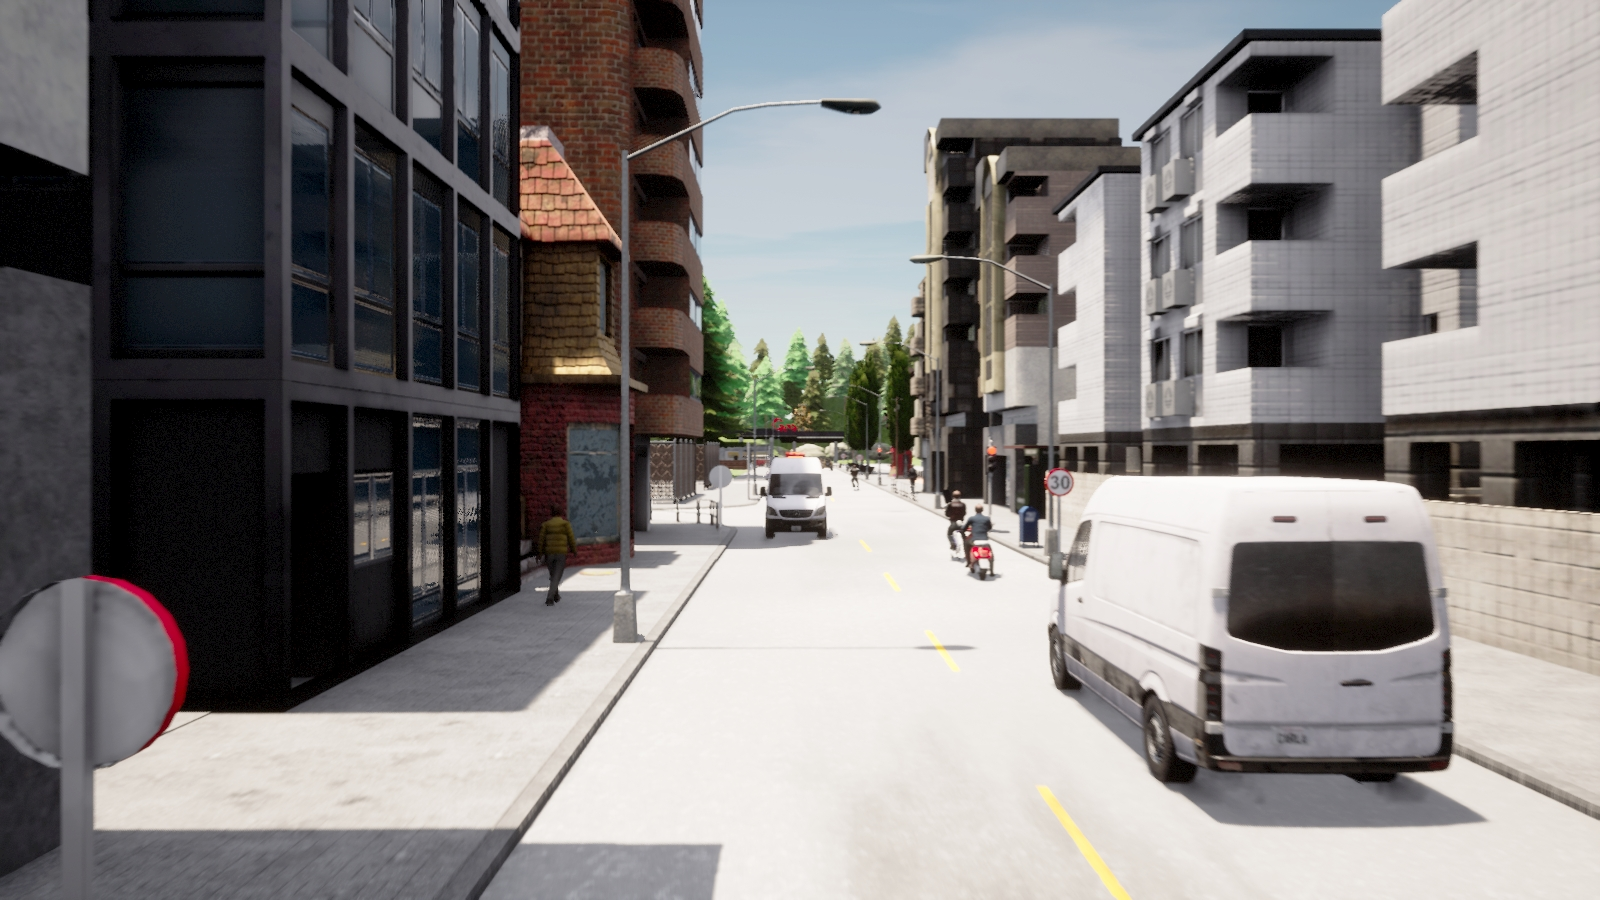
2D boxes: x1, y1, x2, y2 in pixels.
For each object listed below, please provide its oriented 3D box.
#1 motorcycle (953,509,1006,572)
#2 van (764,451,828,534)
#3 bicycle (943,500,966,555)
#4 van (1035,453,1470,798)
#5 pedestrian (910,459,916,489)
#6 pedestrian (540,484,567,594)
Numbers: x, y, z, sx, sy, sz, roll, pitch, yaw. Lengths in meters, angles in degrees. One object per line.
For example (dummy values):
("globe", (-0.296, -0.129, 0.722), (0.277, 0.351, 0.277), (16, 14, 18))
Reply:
("motorcycle", (3.928, 1.960, 25.129), (0.856, 1.236, 1.805), (0, 0, 0))
("van", (-0.139, 1.314, 38.139), (1.988, 2.561, 5.915), (0, 0, 0))
("bicycle", (3.923, 1.939, 29.003), (0.329, 1.271, 1.835), (0, 0, 0))
("van", (3.970, 1.312, 11.451), (1.988, 2.561, 5.915), (0, 0, 0))
("pedestrian", (7.044, 1.520, 71.140), (0.375, 1.860, 0.375), (0, 0, 5))
("pedestrian", (-4.233, 1.525, 19.655), (0.375, 1.860, 0.375), (0, 0, 1))
